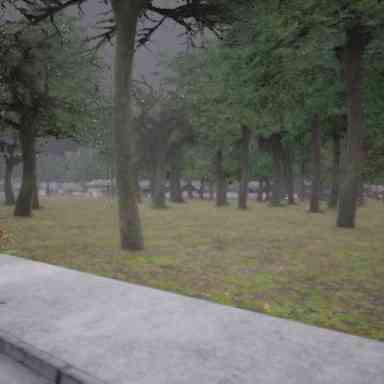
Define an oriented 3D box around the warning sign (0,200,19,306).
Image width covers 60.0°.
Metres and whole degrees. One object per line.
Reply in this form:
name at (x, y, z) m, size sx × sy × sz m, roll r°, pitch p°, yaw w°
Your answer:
warning sign at (-3.994, 1.079, 5.911) m, size 1.060 × 1.860 × 1.300 m, roll 0°, pitch 0°, yaw 35°
